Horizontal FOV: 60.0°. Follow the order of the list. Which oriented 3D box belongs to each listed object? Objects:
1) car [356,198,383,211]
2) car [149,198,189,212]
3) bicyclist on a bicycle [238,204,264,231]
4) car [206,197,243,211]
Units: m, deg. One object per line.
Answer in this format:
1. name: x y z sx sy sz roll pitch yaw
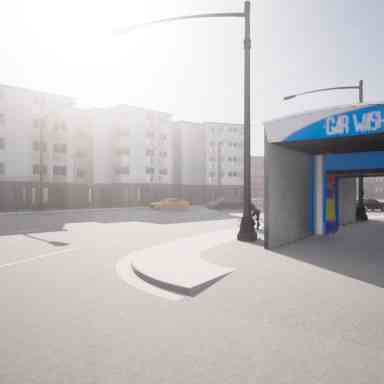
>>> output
1. car: 21.028 1.505 39.618 4.892 1.490 1.837 0 0 -18
2. car: -2.709 1.477 39.889 5.008 1.535 1.882 0 0 -36
3. bicyclist on a bicycle: 3.224 1.301 18.277 1.656 1.620 0.582 0 0 38
4. car: 3.907 1.352 40.133 4.553 1.767 2.097 0 0 -30
